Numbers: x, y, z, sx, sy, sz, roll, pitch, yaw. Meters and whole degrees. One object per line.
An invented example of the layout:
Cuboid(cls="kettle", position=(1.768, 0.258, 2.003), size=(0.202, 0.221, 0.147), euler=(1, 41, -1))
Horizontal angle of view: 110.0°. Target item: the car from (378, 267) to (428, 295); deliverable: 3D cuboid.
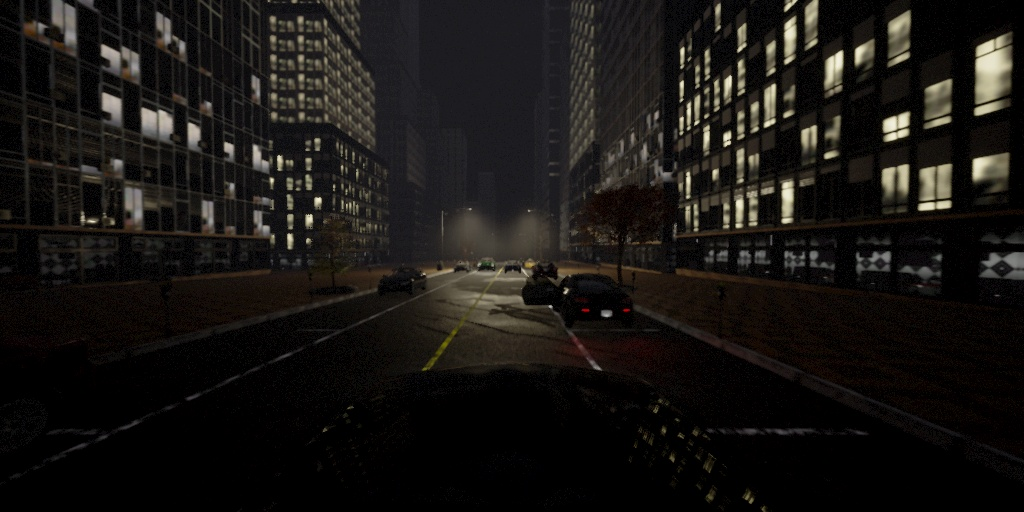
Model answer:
Cuboid(cls="car", position=(-5.688, 1.259, 19.102), size=(2.007, 1.370, 4.403), euler=(0, 0, 0))

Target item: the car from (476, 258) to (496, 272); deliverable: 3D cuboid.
Cuboid(cls="car", position=(-3.049, 1.010, 43.919), size=(2.097, 1.767, 4.553), euler=(0, 0, 0))

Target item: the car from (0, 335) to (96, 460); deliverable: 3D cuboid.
Cuboid(cls="car", position=(-5.690, 1.294, 2.227), size=(1.888, 1.381, 4.507), euler=(0, 0, 0))

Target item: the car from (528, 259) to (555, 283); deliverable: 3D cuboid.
Cuboid(cls="car", position=(2.694, 1.125, 30.351), size=(1.967, 1.591, 4.097), euler=(0, 0, 0))

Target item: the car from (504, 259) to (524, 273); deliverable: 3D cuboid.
Cuboid(cls="car", position=(0.091, 1.265, 41.237), size=(1.895, 1.301, 4.718), euler=(0, 0, 0))

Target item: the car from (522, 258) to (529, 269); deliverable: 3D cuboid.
Cuboid(cls="car", position=(2.697, 1.169, 53.022), size=(1.751, 1.417, 4.829), euler=(0, 0, 0))

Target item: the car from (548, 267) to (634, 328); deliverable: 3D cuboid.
Cuboid(cls="car", position=(2.353, 1.252, 11.225), size=(1.812, 1.442, 4.674), euler=(0, 0, 0))

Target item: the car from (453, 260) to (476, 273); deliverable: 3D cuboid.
Cuboid(cls="car", position=(-5.686, 1.214, 41.602), size=(2.007, 1.370, 4.403), euler=(0, 0, 0))
